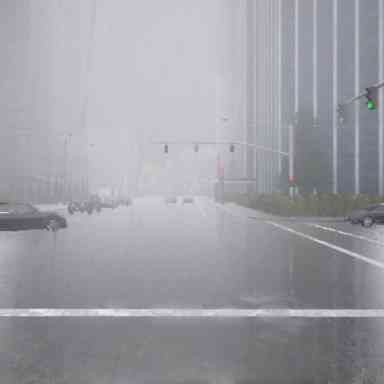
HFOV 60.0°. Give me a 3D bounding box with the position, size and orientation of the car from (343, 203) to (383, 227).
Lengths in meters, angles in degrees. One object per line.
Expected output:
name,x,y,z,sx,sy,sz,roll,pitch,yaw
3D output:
car,12.633,1.505,22.033,4.892,1.490,1.837,0,0,0

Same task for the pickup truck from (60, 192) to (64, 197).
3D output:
pickup truck,-24.323,1.059,59.995,2.390,2.098,6.274,0,0,30

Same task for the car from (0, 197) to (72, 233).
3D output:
car,-9.392,1.352,18.409,4.553,1.767,2.097,0,0,-32

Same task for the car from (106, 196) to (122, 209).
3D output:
car,-11.170,1.564,44.372,1.994,1.385,4.181,0,0,-1

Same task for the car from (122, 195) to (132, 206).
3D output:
car,-11.244,1.352,54.579,2.097,1.767,4.553,0,0,-1

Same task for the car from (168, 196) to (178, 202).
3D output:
car,-4.326,1.540,75.217,2.033,1.411,5.357,0,0,0

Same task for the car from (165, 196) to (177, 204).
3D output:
car,-4.142,1.601,64.957,1.895,1.301,4.718,0,0,0

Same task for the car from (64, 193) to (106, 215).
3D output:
car,-11.086,1.221,34.843,2.150,2.045,5.566,0,0,-1

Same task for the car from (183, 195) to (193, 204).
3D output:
car,-0.745,1.526,65.296,1.812,1.442,4.674,0,0,0

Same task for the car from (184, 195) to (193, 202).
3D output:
car,-0.830,1.387,75.547,1.882,1.535,5.008,0,0,0
